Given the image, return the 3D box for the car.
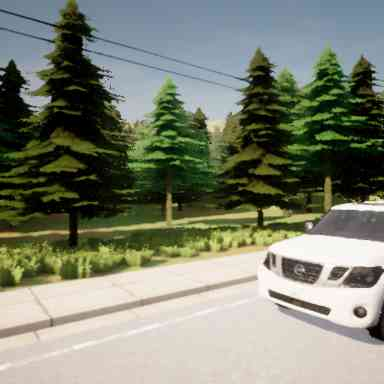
[{"bbox_3d":[3.851,1.216,6.786,5.566,2.045,2.150,0,0,-36],"label":"car"}]
